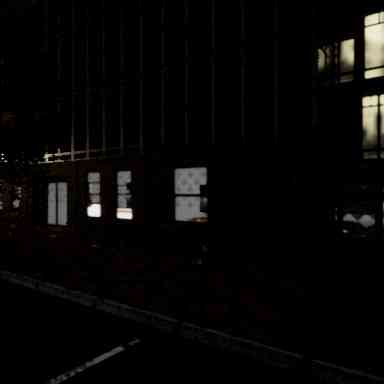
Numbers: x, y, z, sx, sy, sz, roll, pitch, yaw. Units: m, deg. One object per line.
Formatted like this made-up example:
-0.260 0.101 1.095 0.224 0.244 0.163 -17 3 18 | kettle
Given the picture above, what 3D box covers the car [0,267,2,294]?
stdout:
-5.585 1.532 6.839 4.403 1.369 2.008 0 0 35 | car
